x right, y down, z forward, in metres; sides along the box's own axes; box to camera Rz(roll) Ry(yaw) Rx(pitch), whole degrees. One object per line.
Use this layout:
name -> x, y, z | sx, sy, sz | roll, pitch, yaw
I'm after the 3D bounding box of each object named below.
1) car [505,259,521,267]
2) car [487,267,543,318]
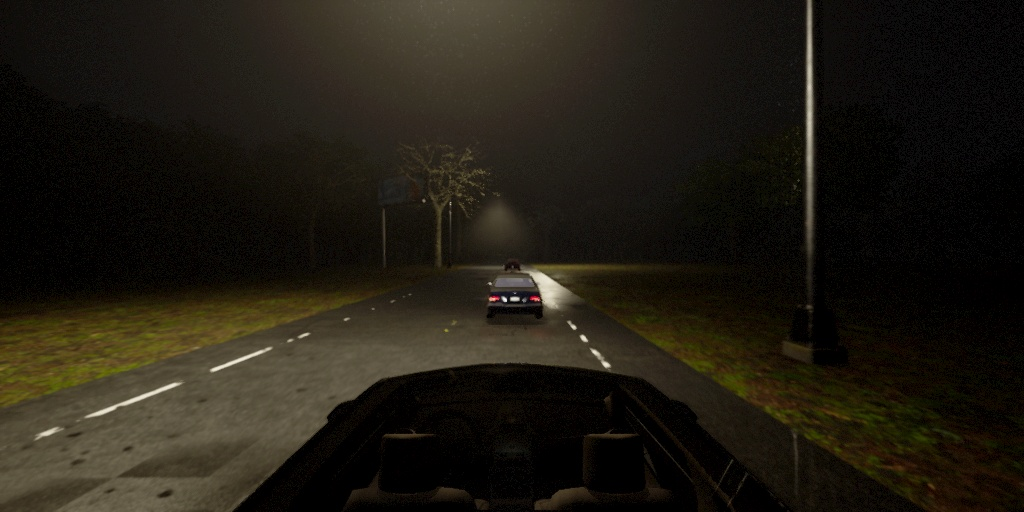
car -> 0.076, 1.063, 44.779 | 1.812, 1.442, 4.674 | 0, 1, 0
car -> 0.086, 1.308, 13.063 | 2.033, 1.411, 5.357 | 0, 0, 0
